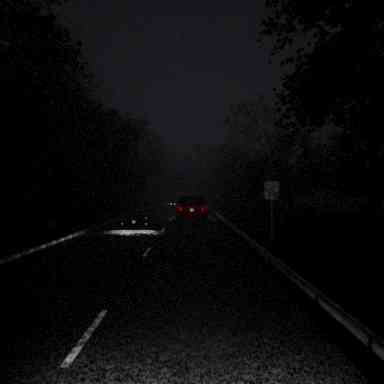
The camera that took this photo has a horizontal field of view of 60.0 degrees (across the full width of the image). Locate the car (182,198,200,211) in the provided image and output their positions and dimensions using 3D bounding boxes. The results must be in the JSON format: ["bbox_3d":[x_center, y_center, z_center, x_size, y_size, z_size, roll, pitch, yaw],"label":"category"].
[{"bbox_3d":[-0.120,1.504,42.444,2.128,1.511,4.902,0,0,0],"label":"car"}]

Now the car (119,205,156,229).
[{"bbox_3d":[-3.461,1.581,21.780,1.994,1.385,4.181,0,0,0],"label":"car"}]

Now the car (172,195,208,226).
[{"bbox_3d":[-0.022,1.241,23.884,2.150,2.045,5.566,0,0,0],"label":"car"}]

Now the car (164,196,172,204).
[{"bbox_3d":[-4.132,1.521,64.073,1.994,1.385,4.181,1,0,-17],"label":"car"}]
